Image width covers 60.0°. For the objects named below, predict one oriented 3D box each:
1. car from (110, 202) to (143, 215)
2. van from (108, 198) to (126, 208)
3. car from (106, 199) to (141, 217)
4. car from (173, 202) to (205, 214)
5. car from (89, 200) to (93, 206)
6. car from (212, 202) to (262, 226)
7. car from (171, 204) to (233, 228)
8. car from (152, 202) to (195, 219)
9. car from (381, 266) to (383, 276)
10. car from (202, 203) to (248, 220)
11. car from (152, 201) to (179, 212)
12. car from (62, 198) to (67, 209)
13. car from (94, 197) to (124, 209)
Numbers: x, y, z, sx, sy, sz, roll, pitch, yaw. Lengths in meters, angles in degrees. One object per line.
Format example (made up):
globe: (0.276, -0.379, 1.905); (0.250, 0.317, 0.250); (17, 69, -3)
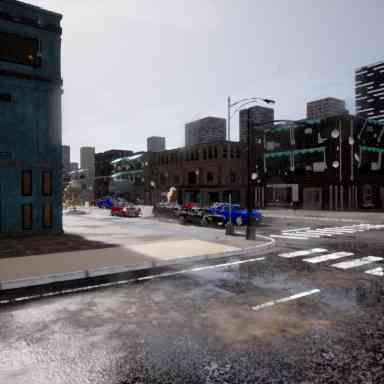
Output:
car: (-8.343, 1.989, 41.915); (2.033, 1.411, 5.357); (-1, 0, -35)
van: (-13.290, 1.907, 58.829); (1.690, 1.788, 3.998); (-1, 0, -35)
car: (-7.285, 1.846, 35.928); (1.967, 1.590, 4.097); (-1, 0, -35)
car: (-0.454, 1.904, 40.786); (1.802, 1.307, 4.206); (-2, 0, -35)
car: (-19.701, 2.228, 67.851); (1.887, 1.381, 4.507); (-1, 0, -35)
car: (3.187, 1.692, 25.685); (1.882, 1.535, 5.008); (-1, 0, -36)
car: (0.660, 1.814, 24.549); (1.947, 1.339, 4.313); (-2, 0, -35)
car: (-2.212, 1.813, 33.282); (2.128, 1.511, 4.902); (-1, 0, -35)
car: (7.150, 1.545, 8.785); (5.357, 1.411, 2.033); (0, 0, -36)
car: (3.050, 1.801, 31.371); (1.994, 1.385, 4.181); (-1, 0, -35)
car: (-3.661, 1.966, 45.297); (1.802, 1.307, 4.206); (-2, 0, -35)
car: (-23.223, 2.233, 58.344); (1.752, 1.417, 4.829); (-1, 0, -35)
car: (-13.924, 1.788, 55.270); (2.150, 2.045, 5.566); (-1, 0, -35)
